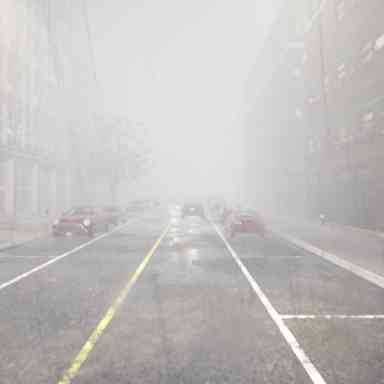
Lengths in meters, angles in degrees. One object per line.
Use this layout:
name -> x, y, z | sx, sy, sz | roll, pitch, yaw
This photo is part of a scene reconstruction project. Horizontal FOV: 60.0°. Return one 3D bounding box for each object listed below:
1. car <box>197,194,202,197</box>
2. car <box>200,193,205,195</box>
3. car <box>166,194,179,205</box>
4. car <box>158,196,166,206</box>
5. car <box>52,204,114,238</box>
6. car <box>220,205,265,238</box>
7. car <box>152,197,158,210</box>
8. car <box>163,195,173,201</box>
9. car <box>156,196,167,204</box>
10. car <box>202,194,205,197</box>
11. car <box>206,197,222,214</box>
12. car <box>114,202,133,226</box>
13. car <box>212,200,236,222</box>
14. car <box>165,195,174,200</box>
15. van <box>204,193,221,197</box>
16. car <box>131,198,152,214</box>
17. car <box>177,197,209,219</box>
car -> 0.003, 1.468, 48.803 | 2.033, 1.411, 5.357 | 0, 0, 0
car -> 2.715, 1.430, 57.100 | 1.752, 1.417, 4.829 | 1, 0, 0
car -> -3.051, 1.394, 58.125 | 2.128, 1.511, 4.902 | 0, 0, 0
car -> -5.677, 1.466, 51.312 | 2.008, 1.369, 4.403 | 1, 0, 0
car -> -5.677, 1.414, 17.372 | 1.967, 1.590, 4.097 | 1, 0, 0
car -> 2.702, 1.556, 17.336 | 1.802, 1.307, 4.206 | 1, 0, 0
car -> -5.677, 1.486, 39.998 | 2.008, 1.369, 4.403 | 1, 0, 0
car -> -5.675, 1.411, 79.593 | 2.008, 1.369, 4.403 | 1, 0, 0
car -> -5.676, 1.419, 62.454 | 1.752, 1.417, 4.829 | 1, 0, 0
car -> 2.710, 1.482, 51.273 | 1.947, 1.339, 4.313 | 1, 0, 0
car -> 2.703, 1.497, 34.305 | 2.008, 1.369, 4.403 | 1, 0, 0
car -> -5.678, 1.530, 23.029 | 1.947, 1.339, 4.313 | 1, 0, 0
car -> 2.702, 1.515, 22.992 | 2.008, 1.369, 4.403 | 1, 0, 0
car -> -5.675, 1.400, 85.250 | 2.008, 1.369, 4.403 | 1, 0, 0
van -> 2.706, 1.278, 39.961 | 1.690, 1.788, 3.998 | 1, 0, 0
car -> -5.678, 1.490, 34.342 | 1.887, 1.381, 4.507 | 1, 0, 0
car -> 0.075, 1.458, 29.081 | 2.163, 1.488, 4.792 | 0, 0, 0
